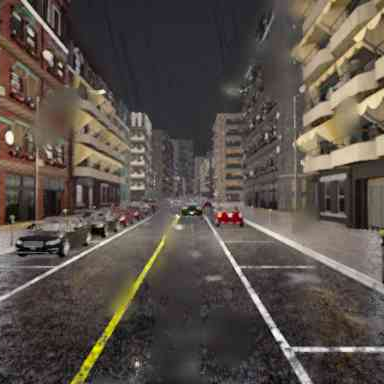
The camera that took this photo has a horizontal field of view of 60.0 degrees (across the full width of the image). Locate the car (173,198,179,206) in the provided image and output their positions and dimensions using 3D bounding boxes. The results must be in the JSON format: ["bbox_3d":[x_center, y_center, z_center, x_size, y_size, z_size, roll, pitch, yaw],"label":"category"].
[{"bbox_3d":[-2.728,1.853,66.047,1.812,1.442,4.674,0,0,0],"label":"car"}]

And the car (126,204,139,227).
[{"bbox_3d":[-5.299,1.778,24.373,1.802,1.307,4.206,1,0,0],"label":"car"}]

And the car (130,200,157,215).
[{"bbox_3d":[-5.295,1.835,35.471,2.008,1.369,4.403,1,0,0],"label":"car"}]

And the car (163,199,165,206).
[{"bbox_3d":[-5.291,1.937,46.568,1.947,1.339,4.313,1,0,0],"label":"car"}]

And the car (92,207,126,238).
[{"bbox_3d":[-5.300,1.717,18.824,1.947,1.339,4.313,1,0,0],"label":"car"}]

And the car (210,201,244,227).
[{"bbox_3d":[2.583,1.637,24.393,1.967,1.590,4.097,1,0,0],"label":"car"}]

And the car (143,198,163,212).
[{"bbox_3d":[-5.290,1.642,41.021,2.192,1.841,5.009,1,0,0],"label":"car"}]

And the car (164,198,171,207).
[{"bbox_3d":[-5.290,2.083,63.214,1.802,1.307,4.206,1,0,0],"label":"car"}]

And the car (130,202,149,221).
[{"bbox_3d":[-5.297,1.822,29.922,1.802,1.307,4.206,1,0,0],"label":"car"}]

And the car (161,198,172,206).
[{"bbox_3d":[-5.291,1.984,68.764,1.967,1.590,4.097,1,0,0],"label":"car"}]

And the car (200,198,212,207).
[{"bbox_3d":[2.596,1.942,63.235,1.967,1.590,4.097,1,0,0],"label":"car"}]

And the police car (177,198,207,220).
[{"bbox_3d":[0.010,1.517,29.492,2.038,1.542,4.974,0,0,0],"label":"police car"}]

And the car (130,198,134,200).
[{"bbox_3d":[-17.595,2.276,88.154,4.313,1.339,1.947,0,-1,0],"label":"car"}]

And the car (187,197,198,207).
[{"bbox_3d":[0.020,1.756,59.452,1.882,1.535,5.008,0,0,0],"label":"car"}]

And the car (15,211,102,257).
[{"bbox_3d":[-5.302,1.658,13.276,2.008,1.369,4.403,1,0,0],"label":"car"}]

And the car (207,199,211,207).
[{"bbox_3d":[2.593,2.040,57.685,1.802,1.307,4.206,1,0,0],"label":"car"}]
